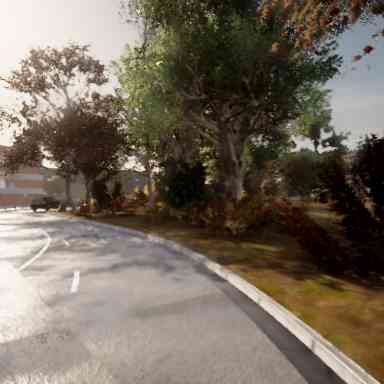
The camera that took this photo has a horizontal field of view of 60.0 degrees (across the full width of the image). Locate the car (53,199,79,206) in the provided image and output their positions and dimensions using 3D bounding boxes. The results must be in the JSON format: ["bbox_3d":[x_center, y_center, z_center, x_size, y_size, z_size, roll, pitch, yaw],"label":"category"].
[{"bbox_3d":[-26.218,2.164,69.535,4.674,1.452,2.002,0,0,5],"label":"car"}]

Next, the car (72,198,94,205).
[{"bbox_3d":[-25.530,2.197,77.986,4.674,1.452,2.002,-1,0,5],"label":"car"}]

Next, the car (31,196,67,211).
[{"bbox_3d":[-20.461,1.664,47.103,2.150,2.045,5.566,-1,-1,5],"label":"car"}]

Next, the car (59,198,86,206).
[{"bbox_3d":[-25.992,2.136,72.354,5.008,1.535,2.097,0,0,5],"label":"car"}]

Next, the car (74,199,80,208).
[{"bbox_3d":[-19.238,2.101,60.789,1.994,1.385,4.181,0,0,5],"label":"car"}]

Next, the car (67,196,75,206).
[{"bbox_3d":[-26.476,1.860,66.723,5.566,2.045,2.435,0,0,5],"label":"car"}]
